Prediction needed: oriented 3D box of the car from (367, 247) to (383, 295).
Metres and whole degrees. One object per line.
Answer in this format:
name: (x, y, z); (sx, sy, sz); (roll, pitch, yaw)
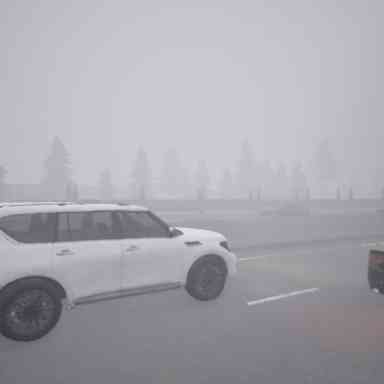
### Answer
car: (5.933, 1.478, 7.158); (5.008, 1.535, 1.882); (0, 0, -29)

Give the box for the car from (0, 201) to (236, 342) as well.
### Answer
car: (-1.701, 1.202, 6.654); (5.566, 2.045, 2.150); (0, 0, -34)

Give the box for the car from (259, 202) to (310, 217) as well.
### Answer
car: (7.645, 1.567, 27.554); (4.181, 1.385, 1.994); (0, 0, -23)

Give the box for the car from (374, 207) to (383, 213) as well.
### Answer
car: (17.125, 1.597, 27.370); (4.181, 1.385, 1.994); (0, 0, -18)
